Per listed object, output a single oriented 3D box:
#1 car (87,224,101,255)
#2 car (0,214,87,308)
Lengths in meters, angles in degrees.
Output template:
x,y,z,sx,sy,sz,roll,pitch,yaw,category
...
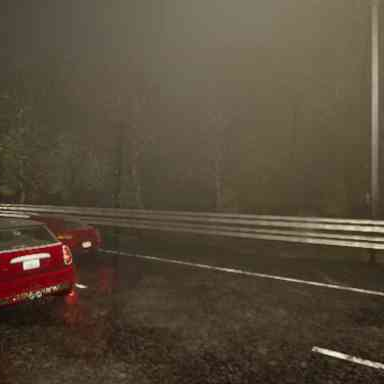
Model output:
x,y,z,sx,sy,sz,roll,pitch,yaw,category
-5.266,1.529,12.098,4.674,1.442,1.812,0,0,36,car
-4.685,1.354,7.367,4.553,1.767,2.097,0,0,36,car
